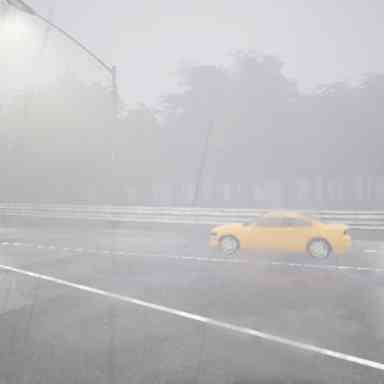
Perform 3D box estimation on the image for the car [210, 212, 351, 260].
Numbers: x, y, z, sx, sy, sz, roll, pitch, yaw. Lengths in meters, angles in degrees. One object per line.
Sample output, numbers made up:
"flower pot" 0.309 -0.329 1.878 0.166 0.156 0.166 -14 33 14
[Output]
"car" 3.138 1.510 12.377 5.008 1.535 1.882 0 0 18
